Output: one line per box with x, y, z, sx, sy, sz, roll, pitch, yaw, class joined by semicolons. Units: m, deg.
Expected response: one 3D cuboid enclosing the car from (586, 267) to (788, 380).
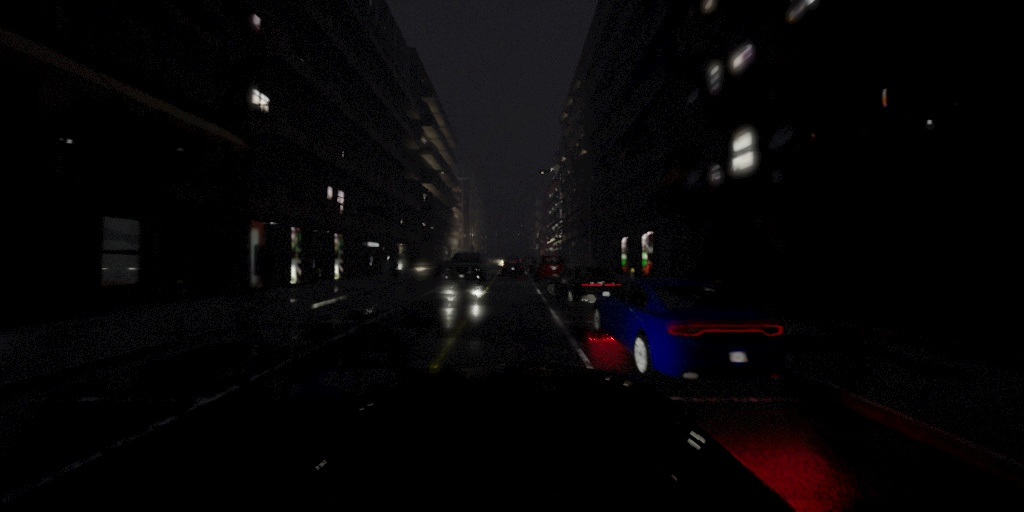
3.016;1.169;7.251;1.882;1.535;5.008;0;1;0;car

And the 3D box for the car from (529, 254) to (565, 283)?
2.538;0.834;24.344;2.192;1.841;5.009;0;0;0;car

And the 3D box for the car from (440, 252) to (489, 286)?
-2.846;0.752;23.129;2.150;2.045;5.566;0;1;0;car

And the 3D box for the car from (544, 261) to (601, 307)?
2.851;1.122;14.590;1.837;1.490;4.892;0;1;-7;car

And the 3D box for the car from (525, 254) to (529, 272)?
2.540;0.856;35.406;1.967;1.591;4.097;0;0;0;car

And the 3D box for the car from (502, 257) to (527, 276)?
0.085;1.009;32.270;1.994;1.385;4.181;0;1;0;car

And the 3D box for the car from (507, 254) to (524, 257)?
0.084;0.671;46.432;2.097;1.767;4.553;0;0;0;car

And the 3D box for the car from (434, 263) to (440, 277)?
-5.309;1.031;29.936;1.948;1.339;4.313;0;0;0;car
